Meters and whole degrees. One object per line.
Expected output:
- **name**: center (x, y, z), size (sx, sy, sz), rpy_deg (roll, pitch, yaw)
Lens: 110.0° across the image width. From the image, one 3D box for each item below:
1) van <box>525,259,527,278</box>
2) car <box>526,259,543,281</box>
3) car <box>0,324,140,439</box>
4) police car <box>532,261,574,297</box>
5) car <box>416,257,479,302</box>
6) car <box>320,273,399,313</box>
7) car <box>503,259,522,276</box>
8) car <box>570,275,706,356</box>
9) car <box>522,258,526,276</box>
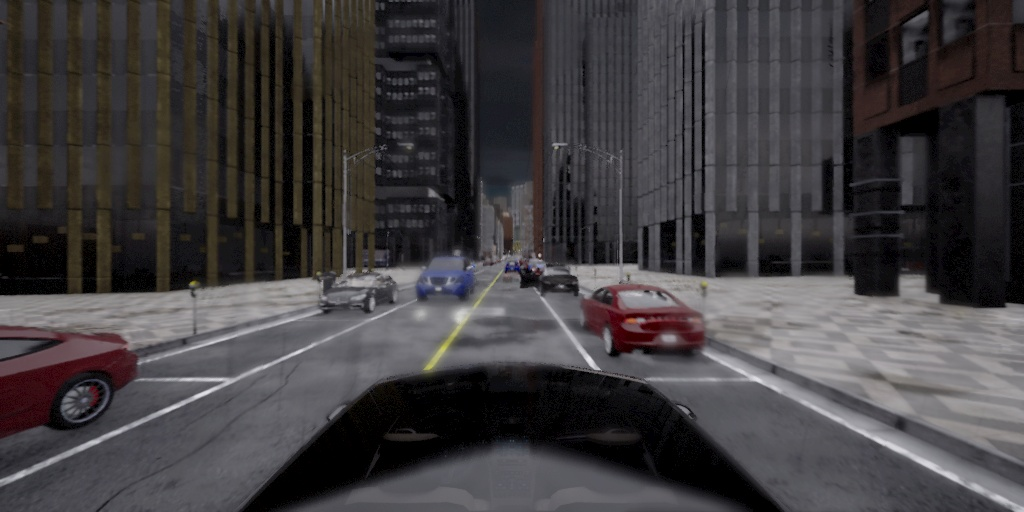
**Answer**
- **van**: center (2.764, 1.276, 41.692), size (1.690, 1.789, 3.998), rpy_deg (0, 0, 0)
- **car**: center (2.766, 1.350, 36.168), size (1.967, 1.591, 4.097), rpy_deg (0, 0, 0)
- **car**: center (-5.772, 1.338, 3.031), size (1.802, 1.307, 4.207), rpy_deg (0, 0, 0)
- **police car**: center (2.366, 1.258, 19.646), size (1.930, 1.638, 5.238), rpy_deg (0, 0, 0)
- **car**: center (-3.100, 1.046, 17.876), size (2.150, 2.045, 5.566), rpy_deg (0, 0, 0)
- **car**: center (-5.771, 1.357, 14.081), size (2.007, 1.370, 4.403), rpy_deg (0, 0, 0)
- **car**: center (0.056, 1.436, 46.510), size (1.882, 1.535, 5.008), rpy_deg (0, 0, 1)
- **car**: center (2.773, 1.327, 8.540), size (1.888, 1.381, 4.507), rpy_deg (0, 0, 0)
- **car**: center (2.763, 1.276, 47.218), size (2.192, 1.841, 5.009), rpy_deg (0, 0, 0)
